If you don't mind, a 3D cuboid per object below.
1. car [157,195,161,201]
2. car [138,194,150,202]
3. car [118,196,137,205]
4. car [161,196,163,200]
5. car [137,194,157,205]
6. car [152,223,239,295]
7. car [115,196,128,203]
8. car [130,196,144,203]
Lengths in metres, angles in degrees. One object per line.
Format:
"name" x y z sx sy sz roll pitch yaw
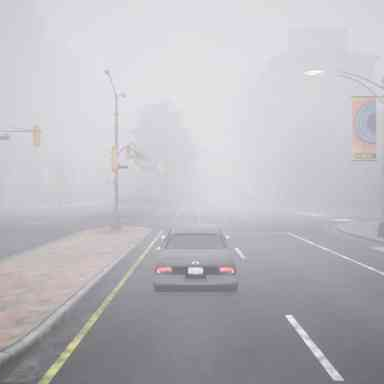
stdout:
"car" -7.933 1.524 67.424 1.812 1.442 4.674 0 0 1
"car" -11.399 1.353 79.524 2.097 1.767 4.553 0 0 0
"car" -11.494 1.490 59.591 2.128 1.511 4.902 0 0 0
"car" -7.902 1.498 77.753 1.837 1.490 4.892 0 0 0
"car" -7.998 1.562 58.907 1.994 1.385 4.181 0 0 1
"car" 0.085 1.547 8.859 2.033 1.411 5.357 0 0 0
"car" -14.662 1.593 69.394 1.895 1.301 4.718 0 0 0
"car" -11.412 1.523 69.512 2.128 1.511 4.902 0 0 0
